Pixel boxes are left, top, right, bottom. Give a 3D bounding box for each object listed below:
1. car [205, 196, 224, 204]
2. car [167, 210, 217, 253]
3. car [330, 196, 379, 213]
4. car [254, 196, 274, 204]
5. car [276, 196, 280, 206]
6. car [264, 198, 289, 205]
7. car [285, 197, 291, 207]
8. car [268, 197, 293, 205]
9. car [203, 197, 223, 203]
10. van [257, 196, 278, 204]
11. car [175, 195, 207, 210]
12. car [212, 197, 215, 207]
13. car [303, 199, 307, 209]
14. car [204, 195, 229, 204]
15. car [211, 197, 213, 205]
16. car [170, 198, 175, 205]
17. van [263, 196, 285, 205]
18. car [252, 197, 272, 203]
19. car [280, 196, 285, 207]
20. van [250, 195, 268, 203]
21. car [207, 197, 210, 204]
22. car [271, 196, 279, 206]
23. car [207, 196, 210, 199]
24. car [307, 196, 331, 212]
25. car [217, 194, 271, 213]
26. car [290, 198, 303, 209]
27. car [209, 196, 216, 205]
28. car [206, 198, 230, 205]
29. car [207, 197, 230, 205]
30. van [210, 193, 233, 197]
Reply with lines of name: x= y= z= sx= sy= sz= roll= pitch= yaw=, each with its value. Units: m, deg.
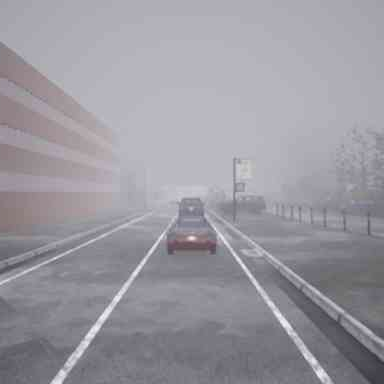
car: x=5.456 y=1.969 z=82.707 sx=4.553 sy=1.767 sz=2.185 roll=0 pitch=0 yaw=-1
car: x=-0.007 y=1.698 z=14.271 sx=1.994 sy=1.385 sz=4.181 roll=0 pitch=0 yaw=0
car: x=18.751 y=1.608 z=37.813 sx=4.553 sy=1.767 sz=2.185 roll=0 pitch=0 yaw=-1
car: x=17.959 y=1.971 z=83.116 sx=4.553 sy=1.767 sz=2.185 roll=0 pitch=0 yaw=-1
car: x=18.429 y=1.955 z=60.408 sx=4.792 sy=1.488 sz=2.163 roll=0 pitch=0 yaw=-1
car: x=18.198 y=2.011 z=71.823 sx=5.008 sy=1.535 sz=2.097 roll=0 pitch=0 yaw=-1
car: x=18.497 y=1.883 z=54.761 sx=5.008 sy=1.535 sz=2.097 roll=0 pitch=0 yaw=-1
car: x=18.274 y=1.865 z=69.002 sx=4.553 sy=1.767 sz=2.185 roll=0 pitch=0 yaw=-1
car: x=5.368 y=2.116 z=85.531 sx=5.008 sy=1.535 sz=2.097 roll=0 pitch=0 yaw=-1
van: x=18.160 y=1.848 z=80.173 sx=4.442 sy=1.987 sz=1.878 roll=0 pitch=0 yaw=-1
car: x=-0.066 y=1.487 z=29.038 sx=2.150 sy=2.045 sz=5.566 roll=0 pitch=0 yaw=0
car: x=5.986 y=1.901 z=51.628 sx=4.674 sy=1.452 sz=2.002 roll=0 pitch=0 yaw=-1
car: x=18.666 y=1.818 z=46.292 sx=4.892 sy=1.521 sz=2.231 roll=0 pitch=0 yaw=-1
car: x=5.556 y=1.801 z=77.058 sx=5.566 sy=2.045 sz=2.435 roll=0 pitch=0 yaw=-1
car: x=5.940 y=1.922 z=54.454 sx=4.674 sy=1.452 sz=2.002 roll=0 pitch=0 yaw=-1
car: x=-3.723 y=2.089 z=70.997 sx=2.033 sy=1.411 sz=5.357 roll=0 pitch=0 yaw=-1
van: x=18.259 y=1.806 z=74.524 sx=4.442 sy=1.987 sz=1.878 roll=0 pitch=0 yaw=-1
car: x=17.974 y=2.146 z=85.813 sx=4.792 sy=1.488 sz=2.163 roll=0 pitch=-1 yaw=-1
car: x=18.446 y=1.904 z=57.584 sx=5.008 sy=1.535 sz=2.097 roll=0 pitch=0 yaw=-1
van: x=17.773 y=1.912 z=88.638 sx=4.442 sy=1.987 sz=1.878 roll=0 pitch=0 yaw=-1
car: x=5.781 y=1.986 z=62.929 sx=4.674 sy=1.452 sz=2.002 roll=0 pitch=0 yaw=-1
car: x=18.350 y=1.948 z=63.355 sx=5.008 sy=1.535 sz=2.097 roll=0 pitch=0 yaw=-1
car: x=5.918 y=1.964 z=65.758 sx=5.366 sy=1.575 sz=1.946 roll=0 pitch=0 yaw=-1
car: x=18.681 y=1.542 z=43.594 sx=5.566 sy=2.045 sz=2.435 roll=0 pitch=0 yaw=-1
car: x=6.165 y=1.515 z=40.329 sx=5.566 sy=2.045 sz=2.435 roll=0 pitch=-1 yaw=-1
car: x=18.549 y=1.863 z=51.937 sx=4.892 sy=1.521 sz=2.231 roll=0 pitch=0 yaw=-1
car: x=5.857 y=1.933 z=57.279 sx=4.792 sy=1.488 sz=2.163 roll=0 pitch=0 yaw=-1
car: x=5.764 y=2.028 z=74.234 sx=5.366 sy=1.575 sz=1.946 roll=0 pitch=0 yaw=-1
car: x=5.661 y=1.884 z=71.407 sx=4.553 sy=1.767 sz=2.185 roll=0 pitch=0 yaw=-1
van: x=5.951 y=1.699 z=60.108 sx=4.442 sy=1.987 sz=1.878 roll=0 pitch=0 yaw=-1
